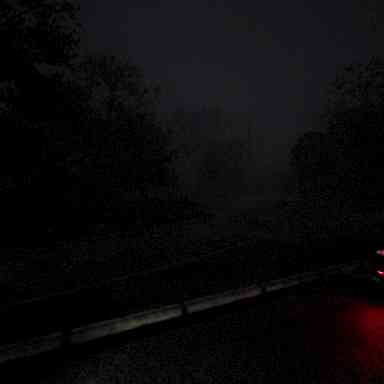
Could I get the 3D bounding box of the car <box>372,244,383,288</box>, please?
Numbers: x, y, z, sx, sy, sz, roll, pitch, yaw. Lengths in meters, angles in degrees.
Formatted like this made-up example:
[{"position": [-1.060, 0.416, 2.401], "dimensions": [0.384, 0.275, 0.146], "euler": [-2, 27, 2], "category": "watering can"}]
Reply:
[{"position": [5.831, 1.305, 7.065], "dimensions": [4.902, 1.511, 2.128], "euler": [-2, 1, -32], "category": "car"}]
